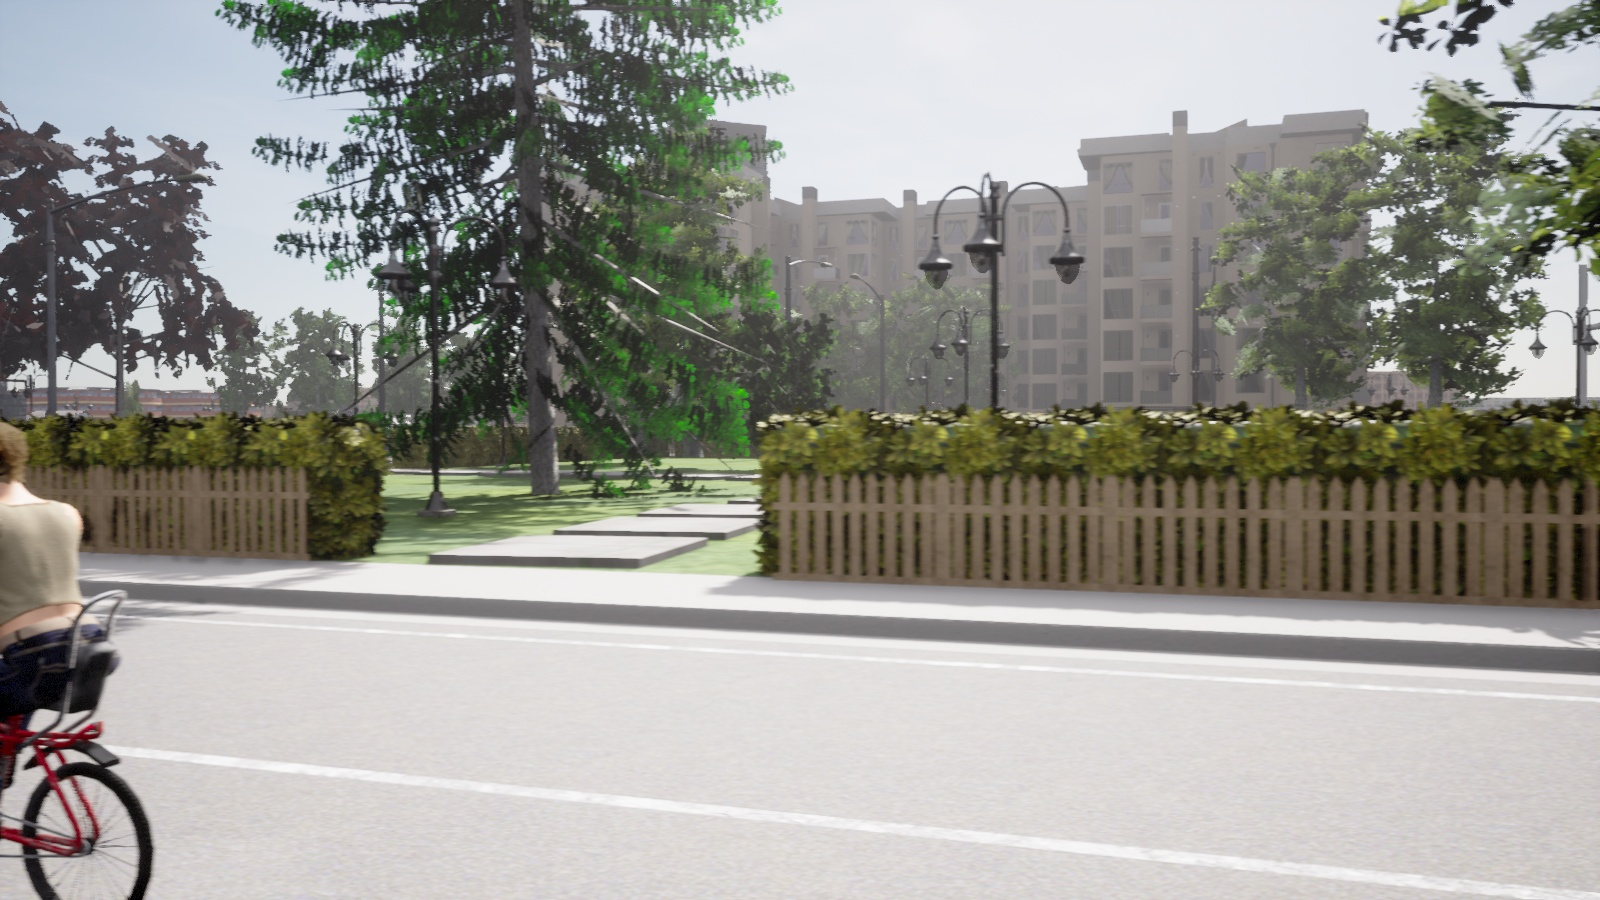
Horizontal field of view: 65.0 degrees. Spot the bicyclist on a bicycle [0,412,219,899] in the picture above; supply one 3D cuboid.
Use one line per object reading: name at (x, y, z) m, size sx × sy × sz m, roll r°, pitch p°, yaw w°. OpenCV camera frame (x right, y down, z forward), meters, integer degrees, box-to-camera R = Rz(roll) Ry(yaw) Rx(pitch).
bicyclist on a bicycle at (-2.851, 0.686, 4.146) m, size 1.509 × 1.612 × 0.866 m, roll 1°, pitch 1°, yaw 19°
